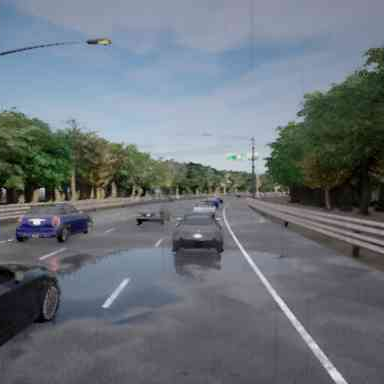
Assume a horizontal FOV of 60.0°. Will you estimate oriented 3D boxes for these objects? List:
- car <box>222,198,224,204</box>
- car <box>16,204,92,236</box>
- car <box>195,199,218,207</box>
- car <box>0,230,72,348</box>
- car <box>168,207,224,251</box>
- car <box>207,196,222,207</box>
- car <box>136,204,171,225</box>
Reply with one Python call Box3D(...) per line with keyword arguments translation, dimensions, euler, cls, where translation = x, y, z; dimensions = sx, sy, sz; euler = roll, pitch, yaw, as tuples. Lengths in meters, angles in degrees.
Box3D(translation=(4.630, 1.488, 60.076), dimensions=(1.837, 1.490, 4.892), euler=(0, 0, 9), cls="car")
Box3D(translation=(-6.520, 1.341, 16.279), dimensions=(2.097, 1.767, 4.553), euler=(0, 0, 2), cls="car")
Box3D(translation=(1.230, 1.606, 30.833), dimensions=(1.895, 1.301, 4.718), euler=(0, 0, 5), cls="car")
Box3D(translation=(-3.346, 1.519, 4.205), dimensions=(1.812, 1.442, 4.674), euler=(0, 0, 1), cls="car")
Box3D(translation=(0.283, 1.569, 14.094), dimensions=(1.994, 1.385, 4.181), euler=(0, 0, 2), cls="car")
Box3D(translation=(2.775, 1.473, 46.348), dimensions=(1.882, 1.535, 5.008), euler=(0, 0, 7), cls="car")
Box3D(translation=(-2.653, 1.547, 23.898), dimensions=(2.033, 1.411, 5.357), euler=(0, 0, 4), cls="car")
